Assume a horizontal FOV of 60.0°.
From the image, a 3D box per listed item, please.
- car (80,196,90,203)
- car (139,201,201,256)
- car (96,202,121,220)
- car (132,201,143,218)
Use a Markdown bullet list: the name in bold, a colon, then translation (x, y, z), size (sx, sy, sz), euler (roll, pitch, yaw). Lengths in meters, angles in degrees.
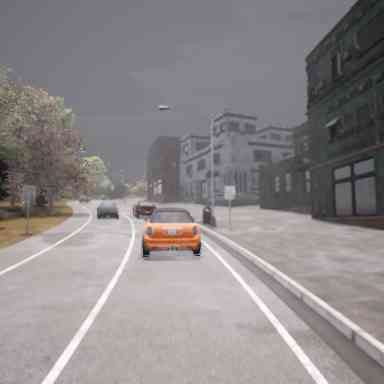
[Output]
- **car**: translation (-21.756, 1.492, 67.573), size (2.033, 1.411, 5.357), euler (2, 0, -20)
- **car**: translation (-0.915, 1.409, 13.543), size (2.097, 1.767, 4.553), euler (0, 0, -6)
- **car**: translation (-7.434, 1.630, 29.561), size (2.033, 1.411, 5.357), euler (1, 0, -15)
- **car**: translation (-4.659, 1.639, 32.187), size (1.882, 1.535, 5.008), euler (1, -1, -16)
